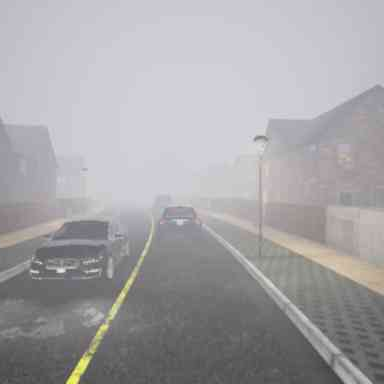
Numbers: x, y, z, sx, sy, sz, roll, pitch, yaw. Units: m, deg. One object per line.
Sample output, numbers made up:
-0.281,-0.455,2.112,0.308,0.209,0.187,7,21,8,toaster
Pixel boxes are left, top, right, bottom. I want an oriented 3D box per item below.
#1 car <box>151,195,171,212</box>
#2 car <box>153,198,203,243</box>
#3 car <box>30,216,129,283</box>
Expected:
-3.467,1.353,38.360,2.150,2.045,5.566,0,0,-10,car
-0.680,1.388,16.625,2.097,1.767,4.553,0,0,-4,car
-3.016,1.525,9.833,1.837,1.490,4.892,0,0,-3,car
